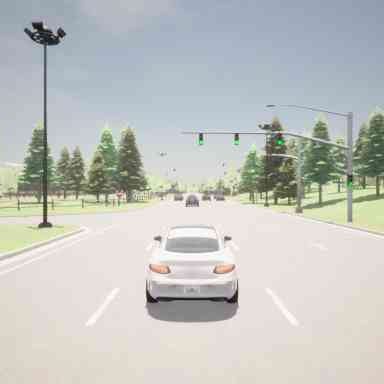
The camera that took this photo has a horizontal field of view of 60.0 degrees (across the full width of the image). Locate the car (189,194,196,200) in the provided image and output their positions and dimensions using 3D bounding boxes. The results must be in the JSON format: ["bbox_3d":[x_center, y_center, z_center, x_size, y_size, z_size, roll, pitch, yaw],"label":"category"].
[{"bbox_3d":[0.106,1.332,93.001,1.837,1.490,4.892,0,0,0],"label":"car"}]

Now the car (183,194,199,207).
[{"bbox_3d":[0.059,1.352,51.938,2.097,1.767,4.553,0,0,0],"label":"car"}]

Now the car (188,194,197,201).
[{"bbox_3d":[0.095,1.347,82.968,2.097,1.767,4.553,0,0,0],"label":"car"}]

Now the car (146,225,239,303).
[{"bbox_3d":[0.015,1.526,8.065,1.812,1.442,4.674,0,0,0],"label":"car"}]

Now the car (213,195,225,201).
[{"bbox_3d":[7.094,1.516,82.573,2.128,1.511,4.902,0,0,0],"label":"car"}]

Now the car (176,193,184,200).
[{"bbox_3d":[-3.394,1.187,92.975,2.097,1.767,4.553,0,0,0],"label":"car"}]

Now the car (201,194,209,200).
[{"bbox_3d":[3.606,1.372,92.997,2.033,1.411,5.357,0,0,0],"label":"car"}]

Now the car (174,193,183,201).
[{"bbox_3d":[-3.405,1.543,82.969,1.994,1.385,4.181,0,0,0],"label":"car"}]

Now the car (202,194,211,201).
[{"bbox_3d":[3.595,1.347,82.964,2.097,1.767,4.553,0,0,0],"label":"car"}]

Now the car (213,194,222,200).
[{"bbox_3d":[7.106,1.384,92.993,1.994,1.385,4.181,0,0,0],"label":"car"}]
